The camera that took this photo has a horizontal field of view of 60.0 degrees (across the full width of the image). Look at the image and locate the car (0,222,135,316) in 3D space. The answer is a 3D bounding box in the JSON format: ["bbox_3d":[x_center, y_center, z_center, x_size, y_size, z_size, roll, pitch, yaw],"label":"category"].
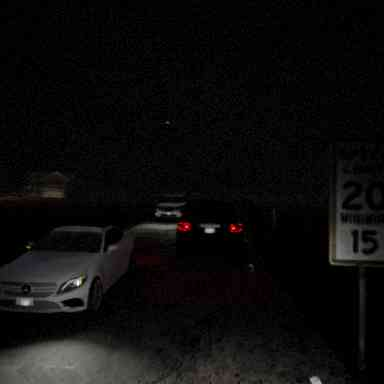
[{"bbox_3d":[-2.524,1.466,7.576,1.812,1.442,4.674,1,0,3],"label":"car"}]

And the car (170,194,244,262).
[{"bbox_3d":[0.677,1.231,12.508,2.150,2.045,5.566,1,0,3],"label":"car"}]

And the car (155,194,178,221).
[{"bbox_3d":[-1.504,1.192,26.558,2.150,2.045,5.566,1,0,3],"label":"car"}]

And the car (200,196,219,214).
[{"bbox_3d":[2.028,1.425,38.025,2.097,1.767,4.553,1,0,4],"label":"car"}]
